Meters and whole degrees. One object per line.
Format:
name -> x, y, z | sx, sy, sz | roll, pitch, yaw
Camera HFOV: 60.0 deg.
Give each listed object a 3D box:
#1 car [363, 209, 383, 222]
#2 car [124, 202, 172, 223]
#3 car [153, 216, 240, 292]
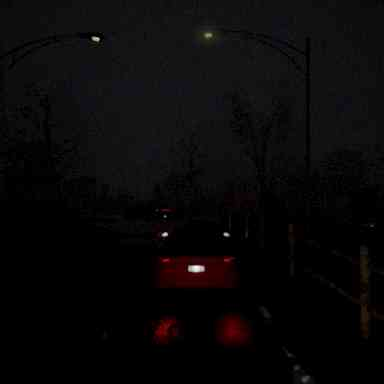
car -> 18.221, 2.025, 29.547 | 5.357, 1.411, 2.033 | 1, 1, 0
car -> -3.537, 1.533, 26.072 | 2.128, 1.511, 4.902 | 1, 0, -40
car -> 0.101, 1.588, 9.000 | 1.994, 1.385, 4.181 | 0, 0, 0
